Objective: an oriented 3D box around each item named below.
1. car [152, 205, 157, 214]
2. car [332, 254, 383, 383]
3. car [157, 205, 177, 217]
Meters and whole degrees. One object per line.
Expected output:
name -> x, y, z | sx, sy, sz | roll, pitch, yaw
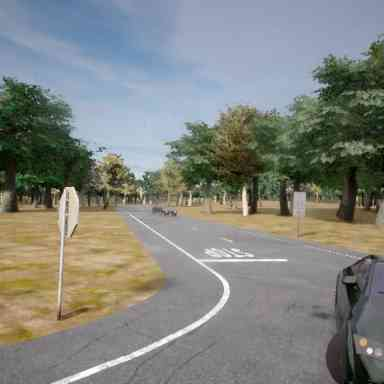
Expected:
car -> -5.709, 2.959, 56.887 | 1.882, 1.535, 5.008 | 3, -2, -14
car -> 3.113, 1.643, 4.634 | 1.994, 1.385, 4.181 | 1, -1, 22
car -> -3.457, 2.848, 48.040 | 1.895, 1.301, 4.718 | 3, -2, -13
